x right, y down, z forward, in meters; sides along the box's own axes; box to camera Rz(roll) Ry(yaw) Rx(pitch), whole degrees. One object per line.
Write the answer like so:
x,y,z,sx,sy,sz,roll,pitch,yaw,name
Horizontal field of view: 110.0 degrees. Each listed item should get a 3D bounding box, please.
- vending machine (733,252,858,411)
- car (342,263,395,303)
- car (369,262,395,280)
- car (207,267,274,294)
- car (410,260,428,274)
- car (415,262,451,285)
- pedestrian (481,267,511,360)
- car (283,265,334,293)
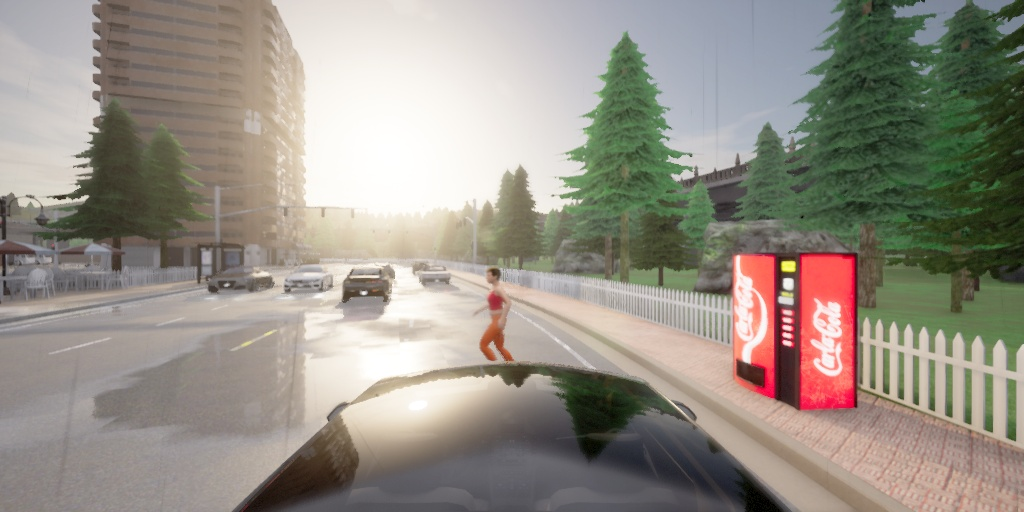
3.738,0.941,4.844,1.100,2.100,0.880,0,0,-6,vending machine
-6.677,1.235,16.837,1.837,1.490,4.892,0,0,-16,car
-11.308,1.277,31.211,1.994,1.385,4.181,0,0,-20,car
-15.132,1.292,20.209,1.994,1.385,4.181,0,0,-17,car
-10.093,1.208,39.728,1.837,1.490,4.892,0,-1,-17,car
-5.640,1.320,25.761,1.895,1.301,4.718,0,0,-18,car
-0.259,1.039,5.728,0.375,1.860,0.375,0,0,-7,pedestrian
-11.664,1.252,20.841,1.812,1.442,4.674,0,0,-17,car
